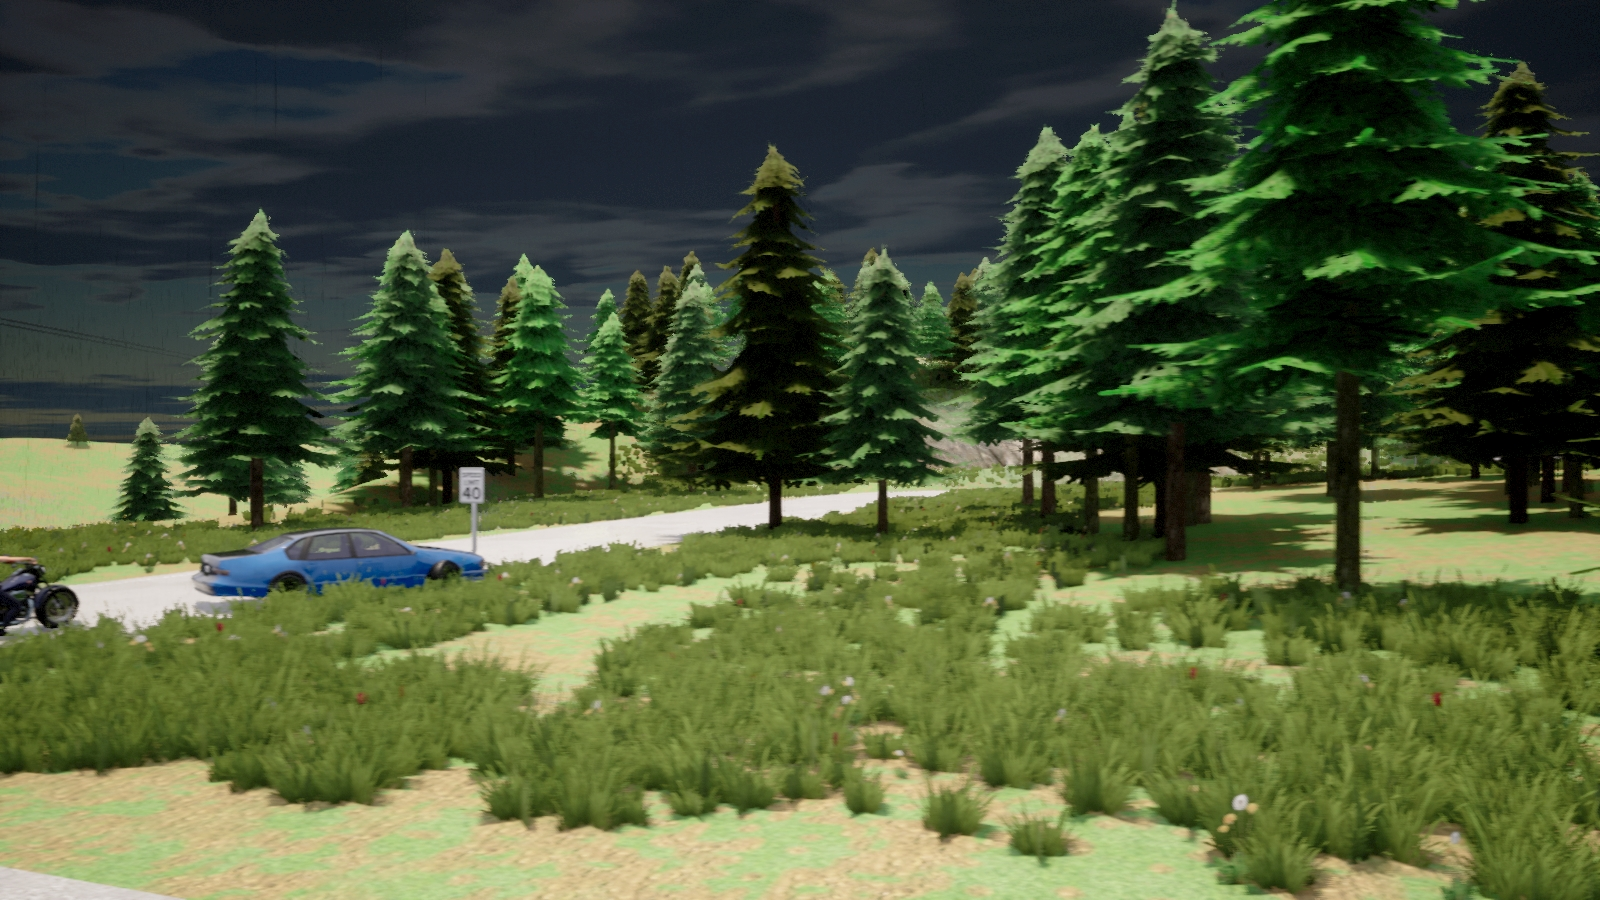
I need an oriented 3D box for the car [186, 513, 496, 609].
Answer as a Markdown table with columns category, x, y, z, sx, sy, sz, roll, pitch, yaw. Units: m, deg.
| category | x | y | z | sx | sy | sz | roll | pitch | yaw |
| --- | --- | --- | --- | --- | --- | --- | --- | --- | --- |
| car | -9.027 | 2.106 | 22.761 | 5.357 | 1.411 | 2.033 | 0 | 0 | -39 |
